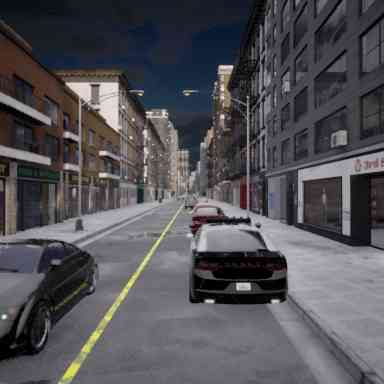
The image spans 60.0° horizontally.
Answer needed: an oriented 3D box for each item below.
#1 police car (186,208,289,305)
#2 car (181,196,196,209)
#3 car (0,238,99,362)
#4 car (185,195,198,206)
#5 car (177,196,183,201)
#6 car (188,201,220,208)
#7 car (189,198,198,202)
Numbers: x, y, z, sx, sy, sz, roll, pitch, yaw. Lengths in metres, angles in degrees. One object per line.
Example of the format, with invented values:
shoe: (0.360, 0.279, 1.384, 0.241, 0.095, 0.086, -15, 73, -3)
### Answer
police car: (0.886, 1.429, 8.328, 1.930, 1.638, 5.238, 0, 0, 0)
car: (-0.061, 1.602, 45.119, 2.033, 1.411, 5.357, 0, 0, 0)
car: (-3.110, 1.566, 5.918, 1.994, 1.385, 4.181, 0, 0, 0)
car: (-0.100, 1.446, 58.343, 2.097, 1.767, 4.553, 0, 0, 0)
car: (-3.157, 1.779, 90.732, 1.812, 1.442, 4.674, 0, 0, 0)
car: (0.869, 1.490, 18.218, 1.882, 1.535, 5.008, 0, 0, 0)
car: (0.859, 1.475, 24.408, 1.801, 1.575, 5.366, 0, 0, 0)
